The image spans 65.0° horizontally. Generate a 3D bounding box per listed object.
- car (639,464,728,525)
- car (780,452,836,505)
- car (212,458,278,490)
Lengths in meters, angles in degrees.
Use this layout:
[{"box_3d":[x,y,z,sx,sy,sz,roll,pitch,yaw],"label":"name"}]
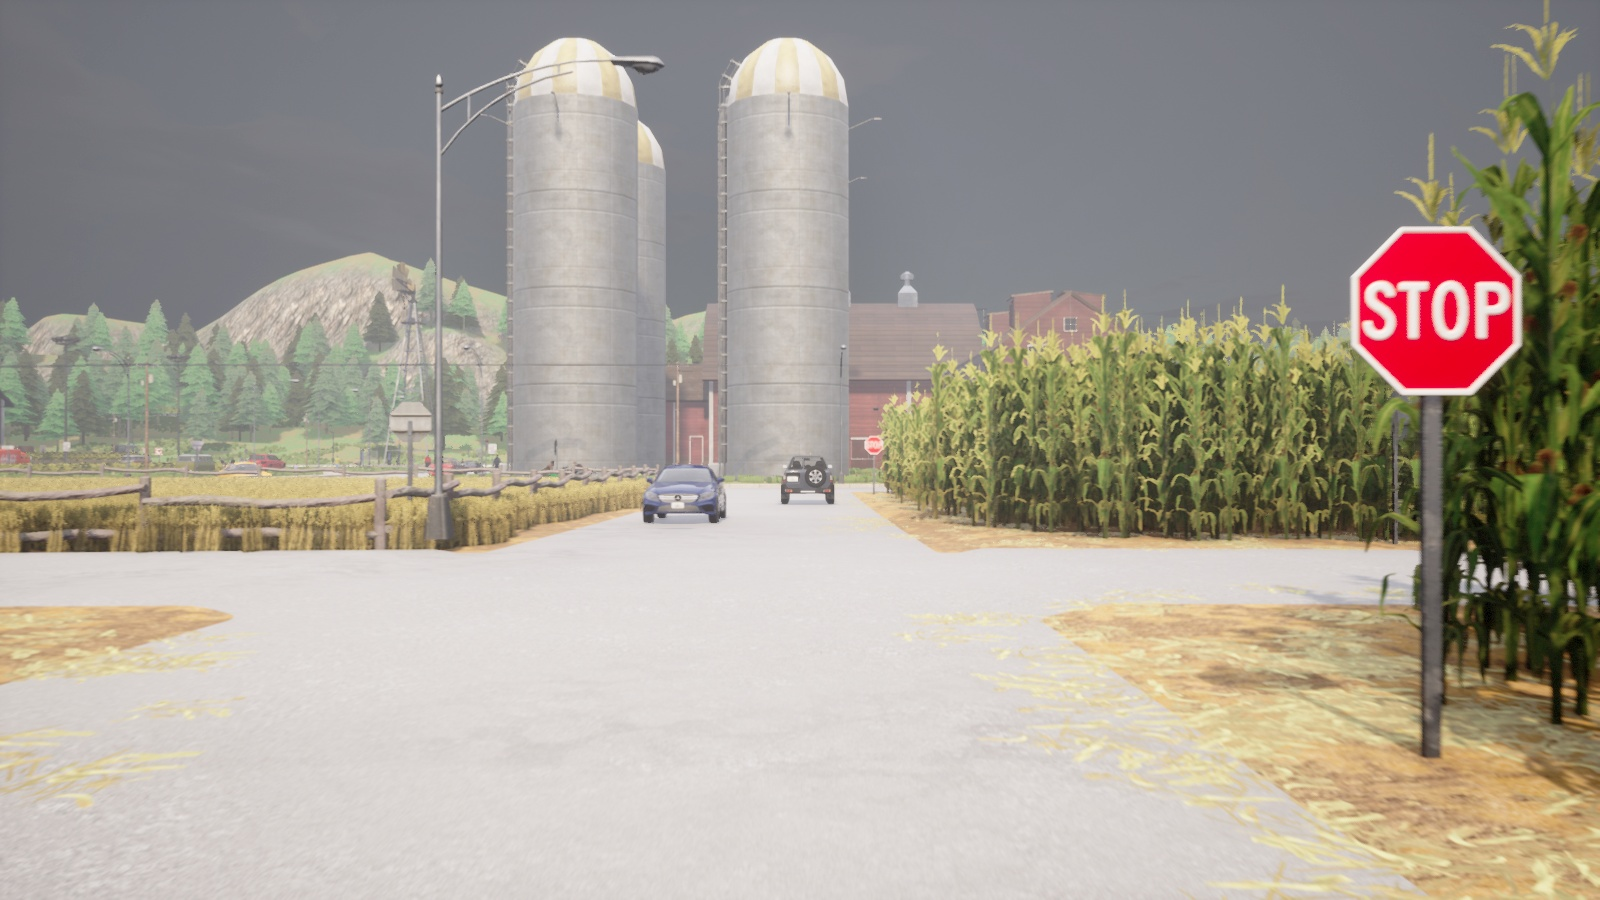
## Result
[{"box_3d":[-2.903,1.084,32.113,1.812,1.442,4.674,0,-1,0],"label":"car"},{"box_3d":[0.275,1.000,45.612,1.932,1.855,4.605,0,0,0],"label":"car"},{"box_3d":[-28.974,1.209,65.477,1.801,1.575,5.366,1,-1,-39],"label":"car"}]
